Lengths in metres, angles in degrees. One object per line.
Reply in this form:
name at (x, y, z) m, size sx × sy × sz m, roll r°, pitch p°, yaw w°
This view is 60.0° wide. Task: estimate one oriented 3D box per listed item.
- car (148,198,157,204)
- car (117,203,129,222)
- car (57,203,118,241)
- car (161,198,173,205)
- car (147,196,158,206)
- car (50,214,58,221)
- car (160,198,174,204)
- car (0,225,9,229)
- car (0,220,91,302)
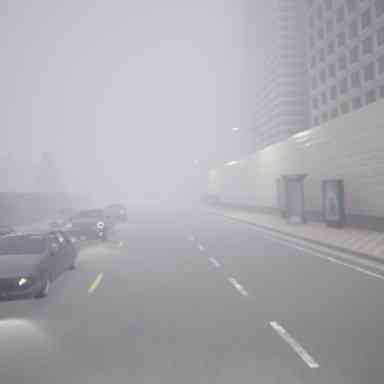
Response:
car at (-10.408, 2.351, 88.039) m, size 2.128 × 1.511 × 4.902 m, roll -3°, pitch 0°, yaw -7°
car at (-7.062, 1.863, 30.656) m, size 2.097 × 1.767 × 4.553 m, roll -3°, pitch -1°, yaw -7°
car at (-5.623, 1.726, 18.589) m, size 2.097 × 1.767 × 4.553 m, roll -3°, pitch -1°, yaw -7°
car at (-5.731, 2.175, 78.530) m, size 1.882 × 1.535 × 5.008 m, roll -3°, pitch 0°, yaw -7°
car at (-8.624, 1.882, 73.180) m, size 2.150 × 2.045 × 5.566 m, roll -3°, pitch 0°, yaw -7°
car at (-10.195, 2.136, 27.429) m, size 2.128 × 1.511 × 4.902 m, roll -3°, pitch 0°, yaw -7°
car at (-6.724, 2.336, 88.904) m, size 2.128 × 1.511 × 4.902 m, roll -3°, pitch 0°, yaw -24°
car at (-8.525, 2.088, 13.543) m, size 1.895 × 1.301 × 4.718 m, roll -3°, pitch 0°, yaw -7°
car at (-4.491, 1.813, 9.284) m, size 2.033 × 1.411 × 5.357 m, roll -3°, pitch 0°, yaw -7°
